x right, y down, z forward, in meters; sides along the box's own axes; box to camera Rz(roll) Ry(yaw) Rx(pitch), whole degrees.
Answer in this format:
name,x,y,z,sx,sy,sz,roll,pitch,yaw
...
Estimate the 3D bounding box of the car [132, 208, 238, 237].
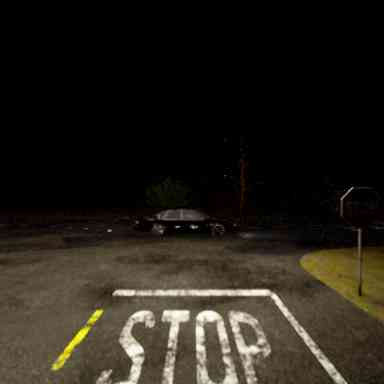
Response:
name,x,y,z,sx,sy,sz,roll,pitch,yaw
car,-0.364,1.548,17.417,5.357,1.411,2.033,0,0,-1
